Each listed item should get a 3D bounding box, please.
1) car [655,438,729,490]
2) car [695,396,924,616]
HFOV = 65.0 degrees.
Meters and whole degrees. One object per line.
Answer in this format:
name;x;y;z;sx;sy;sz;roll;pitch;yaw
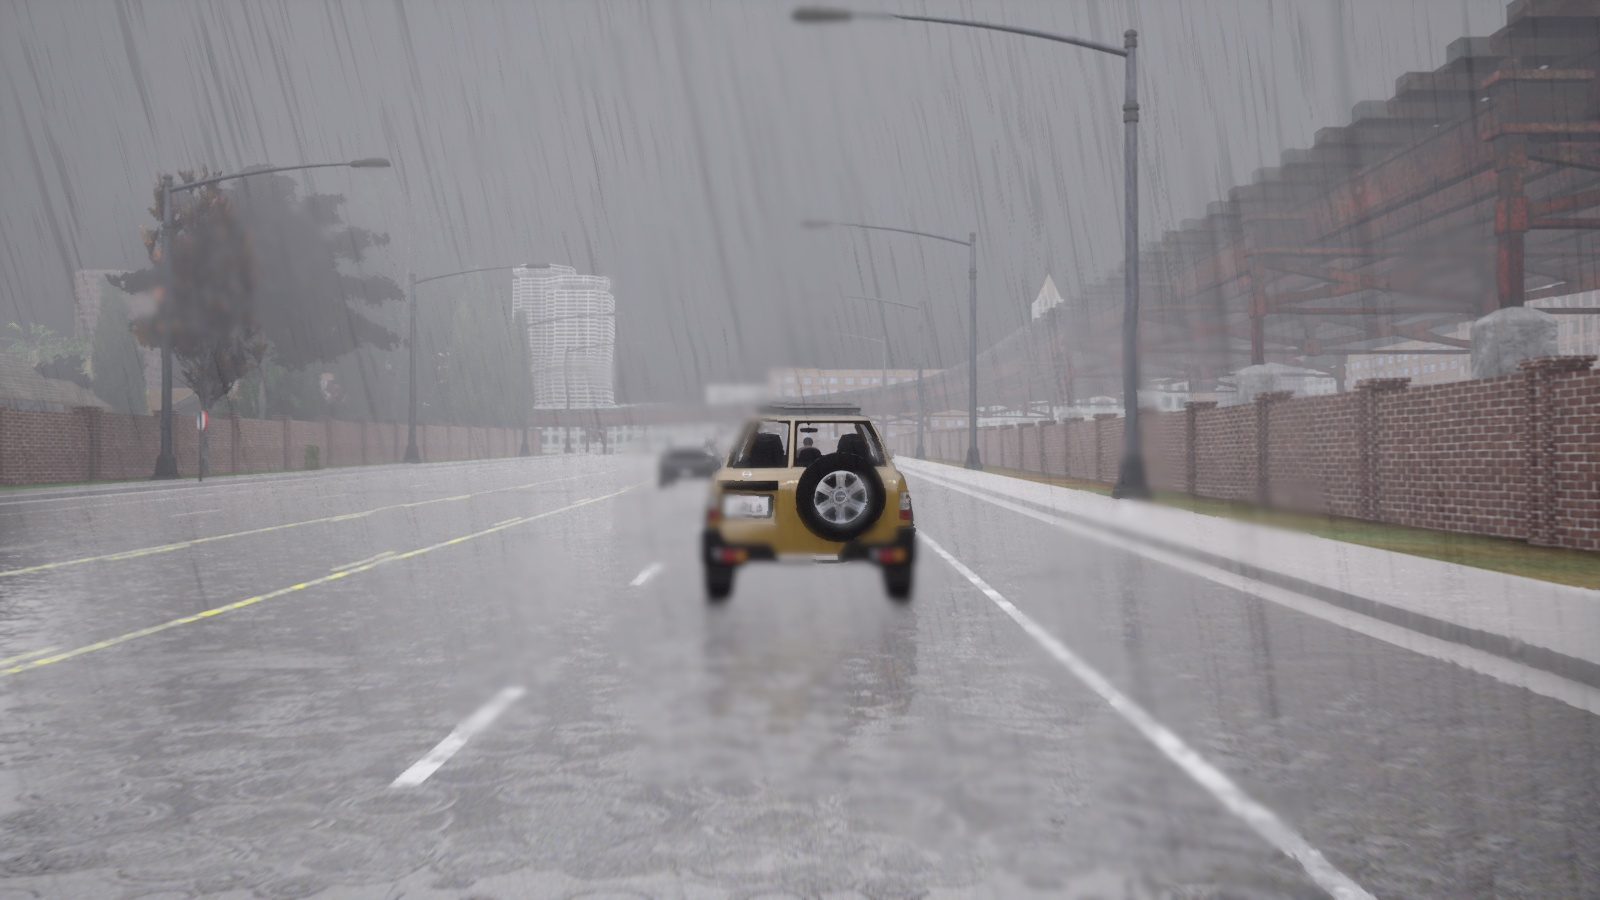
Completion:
car;-3.257;0.388;38.601;1.837;1.490;4.892;0;1;0
car;0.092;0.449;12.893;1.932;1.855;4.605;0;1;0
